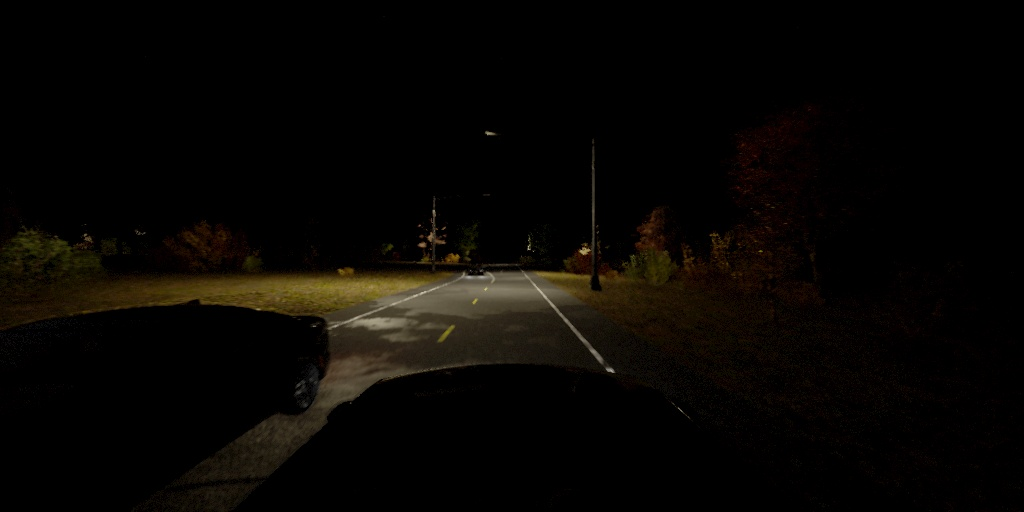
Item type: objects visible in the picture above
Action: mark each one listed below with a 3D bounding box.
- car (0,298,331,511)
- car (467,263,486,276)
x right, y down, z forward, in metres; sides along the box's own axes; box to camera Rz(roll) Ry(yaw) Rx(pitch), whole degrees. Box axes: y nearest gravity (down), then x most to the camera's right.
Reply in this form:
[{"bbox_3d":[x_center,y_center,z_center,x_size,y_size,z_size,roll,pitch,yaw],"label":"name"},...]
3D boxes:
[{"bbox_3d":[-3.600,1.242,3.237,1.882,1.535,5.008,0,-1,0],"label":"car"},{"bbox_3d":[-4.268,1.661,43.334,1.837,1.490,4.892,0,-1,-5],"label":"car"}]
